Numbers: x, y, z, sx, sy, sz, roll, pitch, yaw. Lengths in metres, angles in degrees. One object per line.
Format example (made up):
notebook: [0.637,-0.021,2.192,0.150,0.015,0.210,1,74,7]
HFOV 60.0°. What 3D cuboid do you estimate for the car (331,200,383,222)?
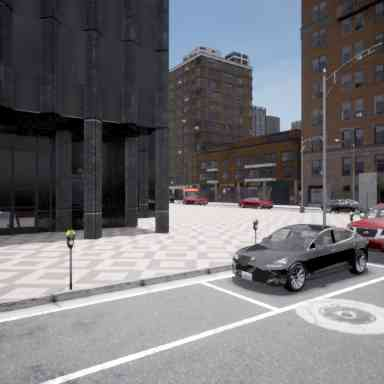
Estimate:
car: [7.627,1.315,12.225,5.009,1.841,2.192,0,0,-36]

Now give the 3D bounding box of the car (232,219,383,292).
car: [3.039,1.566,8.944,4.313,1.339,1.947,0,0,-36]

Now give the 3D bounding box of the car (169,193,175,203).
car: [-5.577,1.135,67.077,2.150,2.045,5.566,0,0,-35]

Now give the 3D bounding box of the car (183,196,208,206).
car: [0.501,1.432,52.895,1.882,1.535,5.008,0,1,-35]

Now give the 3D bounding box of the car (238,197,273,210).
car: [8.022,1.437,41.993,1.882,1.535,5.008,0,0,-35]

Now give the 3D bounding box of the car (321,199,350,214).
car: [14.877,1.450,32.071,2.128,1.511,4.902,0,0,-36]

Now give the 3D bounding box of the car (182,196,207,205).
car: [0.435,1.420,58.465,1.882,1.535,5.008,0,0,-35]
